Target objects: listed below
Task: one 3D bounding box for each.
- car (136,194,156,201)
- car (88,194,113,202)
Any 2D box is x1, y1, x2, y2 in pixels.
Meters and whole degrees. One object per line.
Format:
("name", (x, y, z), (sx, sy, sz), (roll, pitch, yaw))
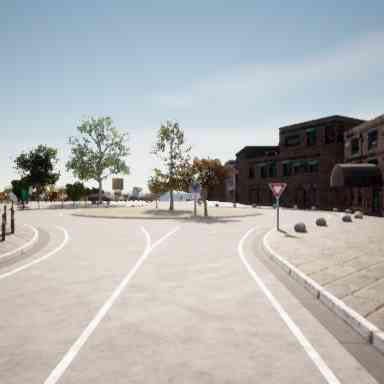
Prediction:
("car", (-12.170, 1.581, 85.590), (4.553, 1.767, 2.185), (0, -1, -2))
("car", (-24.446, 1.499, 87.341), (5.566, 2.045, 2.435), (0, -1, -2))
